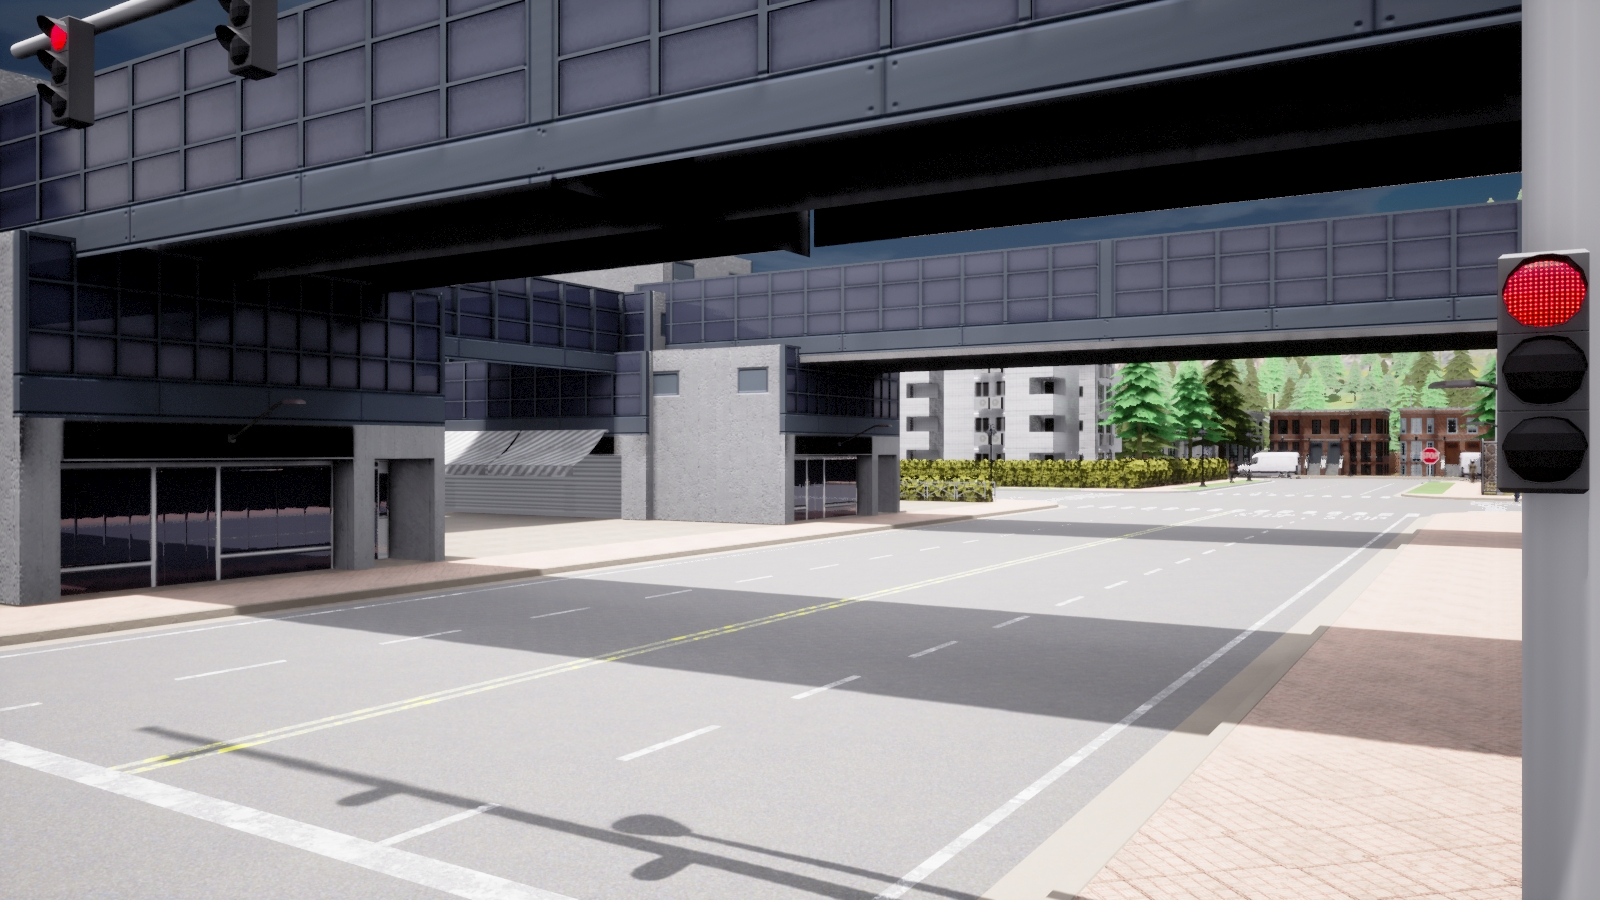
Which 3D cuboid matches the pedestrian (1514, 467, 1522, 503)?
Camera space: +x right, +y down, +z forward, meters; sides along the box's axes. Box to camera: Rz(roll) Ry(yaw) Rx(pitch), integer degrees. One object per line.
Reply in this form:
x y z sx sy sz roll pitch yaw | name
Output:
38.098 1.849 60.643 0.375 1.860 0.375 0 0 31 | pedestrian
